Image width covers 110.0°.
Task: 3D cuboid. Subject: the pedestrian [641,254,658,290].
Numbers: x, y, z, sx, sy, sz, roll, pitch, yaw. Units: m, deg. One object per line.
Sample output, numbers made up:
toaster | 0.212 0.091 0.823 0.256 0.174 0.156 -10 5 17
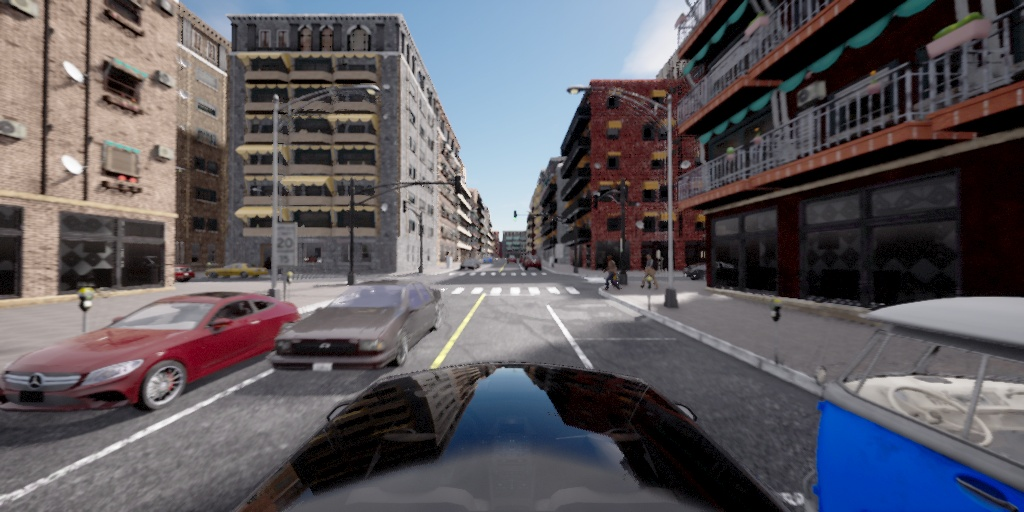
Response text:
pedestrian | 6.825 0.765 17.801 0.375 1.860 0.375 1 -1 0

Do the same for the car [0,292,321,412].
car | -5.313 1.304 6.058 1.802 1.307 4.207 0 0 0

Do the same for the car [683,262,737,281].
car | 13.748 1.041 23.887 4.403 1.370 2.007 0 0 0

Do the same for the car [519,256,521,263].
car | 2.573 0.733 55.305 2.192 1.841 5.009 0 0 0

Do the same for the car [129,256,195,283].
car | -24.286 0.915 23.983 5.009 1.841 2.192 0 0 0

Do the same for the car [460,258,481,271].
car | -5.309 1.049 44.137 1.948 1.339 4.313 0 0 0

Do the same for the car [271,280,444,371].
car | -2.817 1.258 8.020 2.033 1.411 5.357 0 0 0

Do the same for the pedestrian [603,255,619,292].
pedestrian | 4.750 0.794 17.202 0.375 1.860 0.375 1 -1 0

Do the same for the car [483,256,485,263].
car | -5.309 1.015 49.698 1.948 1.339 4.313 0 0 0

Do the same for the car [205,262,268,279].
car | -24.439 1.238 31.863 4.829 1.417 1.751 0 0 0

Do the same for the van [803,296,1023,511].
van | 2.534 1.099 0.471 1.690 1.789 3.998 0 0 0

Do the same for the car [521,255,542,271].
car | 2.572 0.797 44.182 2.192 1.841 5.009 0 0 0

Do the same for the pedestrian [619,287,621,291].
pedestrian | 5.334 1.159 18.396 0.500 1.100 0.500 1 -1 0
